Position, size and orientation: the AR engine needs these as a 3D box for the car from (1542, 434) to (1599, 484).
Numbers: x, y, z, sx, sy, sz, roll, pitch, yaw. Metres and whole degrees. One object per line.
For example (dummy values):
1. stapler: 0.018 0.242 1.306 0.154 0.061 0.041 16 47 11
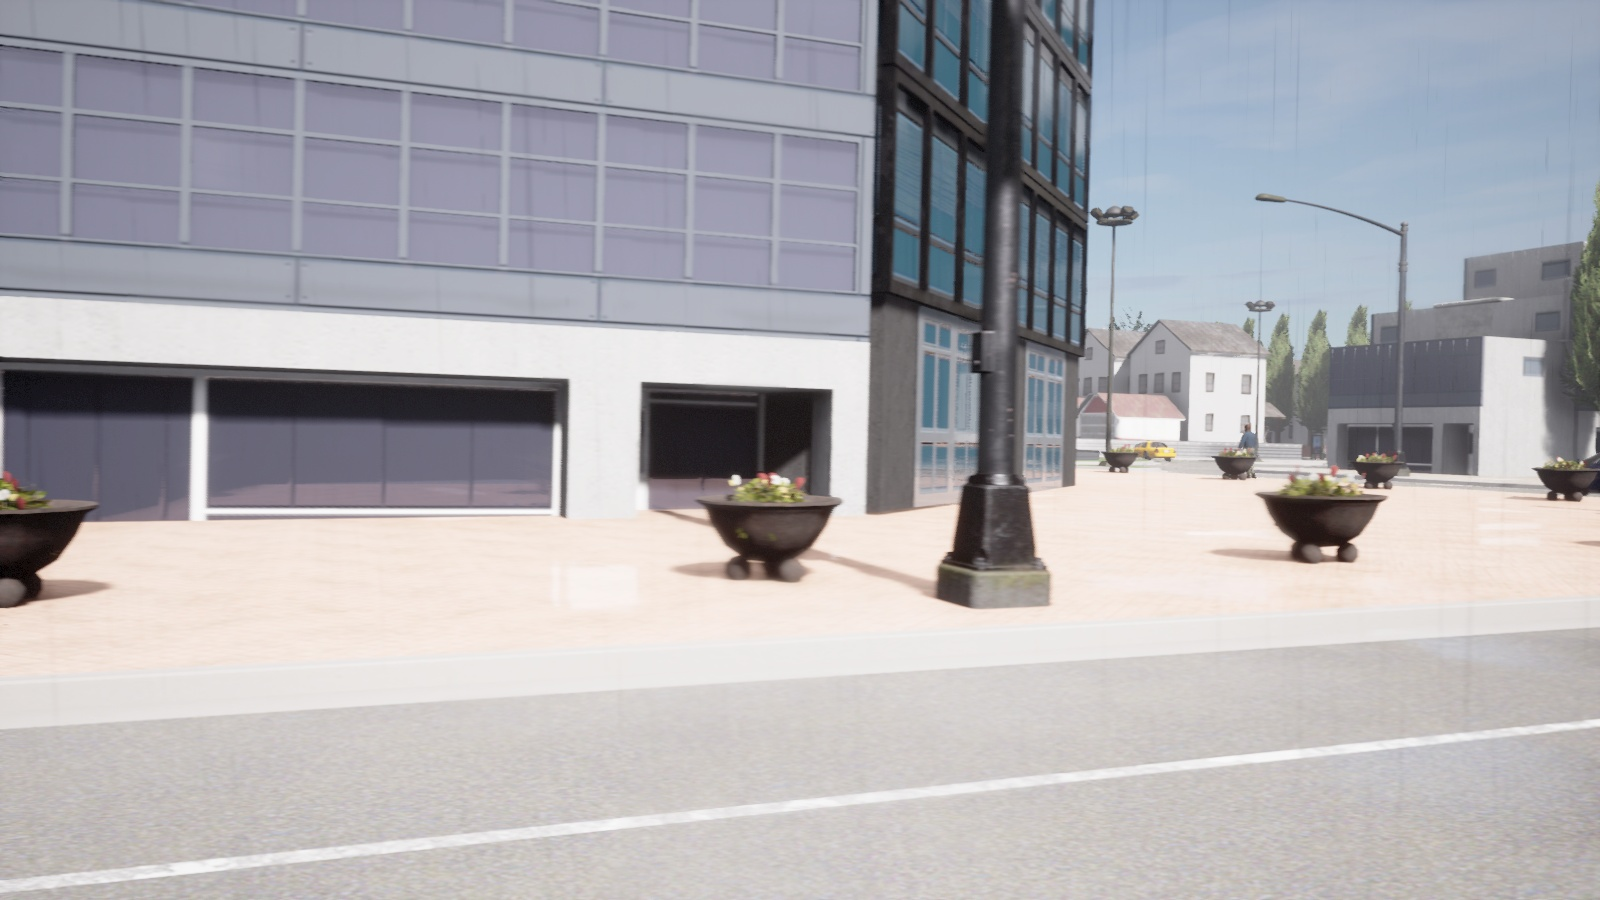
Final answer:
1. car: 22.148 0.247 32.713 1.895 1.301 4.718 0 1 -20

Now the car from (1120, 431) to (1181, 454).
1. car: 25.138 -0.540 90.284 1.801 1.575 5.366 0 1 -13

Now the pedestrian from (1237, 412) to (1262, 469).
1. pedestrian: 14.688 -0.304 41.071 0.370 1.835 0.726 0 1 -21
